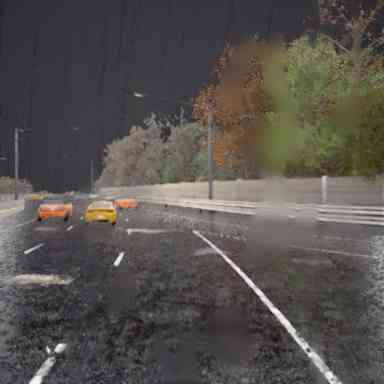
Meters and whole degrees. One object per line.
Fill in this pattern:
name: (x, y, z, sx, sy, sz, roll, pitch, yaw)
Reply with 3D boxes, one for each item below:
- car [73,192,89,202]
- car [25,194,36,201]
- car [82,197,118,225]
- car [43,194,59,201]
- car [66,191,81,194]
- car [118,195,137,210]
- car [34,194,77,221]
car: (-21.623, 1.272, 66.035, 2.128, 1.511, 4.902, 0, 0, -31)
car: (-32.589, 1.070, 68.249, 1.882, 1.535, 5.008, 0, 0, -43)
car: (-6.291, 1.383, 23.246, 1.882, 1.535, 5.008, 0, 0, -13)
car: (-29.917, 1.123, 70.510, 1.994, 1.385, 4.181, 0, 0, -43)
car: (-25.376, 0.769, 72.460, 2.150, 2.045, 5.566, 0, 0, -27)
car: (-8.146, 1.176, 40.589, 2.097, 1.767, 4.553, 0, 0, -22)
car: (-10.613, 1.259, 26.158, 2.097, 1.767, 4.553, 0, 0, -14)
